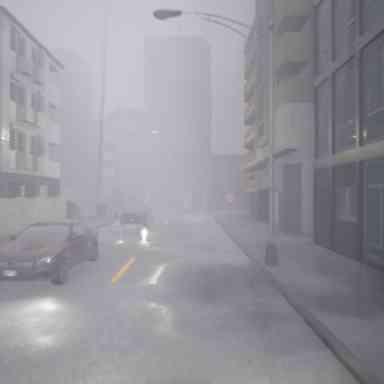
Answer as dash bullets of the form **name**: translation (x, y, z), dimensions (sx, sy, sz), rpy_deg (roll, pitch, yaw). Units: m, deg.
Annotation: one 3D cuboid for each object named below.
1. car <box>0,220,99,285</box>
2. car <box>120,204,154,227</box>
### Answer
- **car**: translation (-4.086, 1.584, 9.820), dimensions (1.812, 1.442, 4.674), rpy_deg (0, 0, 0)
- **car**: translation (-4.001, 1.637, 24.683), dimensions (1.882, 1.535, 5.008), rpy_deg (0, -1, 0)
